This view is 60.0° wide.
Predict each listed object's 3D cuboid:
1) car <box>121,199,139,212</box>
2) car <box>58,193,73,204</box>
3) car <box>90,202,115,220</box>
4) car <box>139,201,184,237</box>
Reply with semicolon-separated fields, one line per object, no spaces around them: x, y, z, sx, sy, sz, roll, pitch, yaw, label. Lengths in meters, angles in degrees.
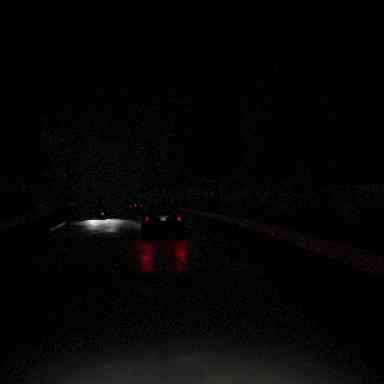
-7.021;1.553;38.694;2.033;1.411;5.357;0;0;-20;car
-25.430;1.255;66.912;2.150;2.045;5.566;0;0;-30;car
-7.729;1.574;28.645;1.994;1.385;4.181;0;0;-16;car
-1.720;1.350;18.315;2.097;1.767;4.553;0;0;-9;car
